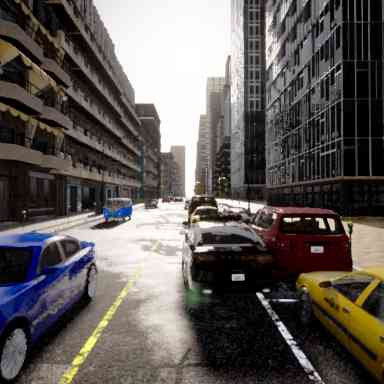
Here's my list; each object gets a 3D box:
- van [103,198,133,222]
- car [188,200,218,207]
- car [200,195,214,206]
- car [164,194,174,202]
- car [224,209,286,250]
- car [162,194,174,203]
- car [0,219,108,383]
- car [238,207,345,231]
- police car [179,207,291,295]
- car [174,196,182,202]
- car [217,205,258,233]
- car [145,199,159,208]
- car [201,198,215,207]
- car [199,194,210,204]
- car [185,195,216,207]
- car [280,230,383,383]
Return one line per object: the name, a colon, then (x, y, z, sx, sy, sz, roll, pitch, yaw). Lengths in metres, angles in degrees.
van: (-5.735, 1.369, 26.084, 1.690, 1.788, 3.998, 1, 0, 0)
car: (0.809, 1.474, 19.075, 1.801, 1.575, 5.366, 0, 0, 0)
car: (2.568, 1.430, 59.240, 2.192, 1.841, 5.009, 1, 0, 0)
car: (-5.877, 1.539, 86.836, 2.192, 1.841, 5.009, 1, 0, 0)
car: (2.667, 1.579, 15.056, 1.947, 1.339, 4.313, 1, 0, 0)
car: (-5.854, 1.719, 75.789, 1.887, 1.381, 4.507, 1, 0, 0)
car: (-3.013, 1.482, 5.525, 1.882, 1.535, 5.008, 0, 0, 0)
car: (2.684, 1.322, 9.534, 2.192, 1.841, 5.009, 1, 0, 0)
police car: (0.717, 1.432, 8.946, 1.930, 1.638, 5.238, 0, 0, -4)
car: (-3.181, 1.752, 78.888, 1.994, 1.385, 4.181, 0, 0, 0)
car: (2.655, 1.564, 20.580, 1.887, 1.381, 4.507, 1, 0, 0)
car: (-5.790, 1.662, 48.175, 1.802, 1.307, 4.206, 1, 0, 0)
car: (2.577, 1.663, 53.716, 1.947, 1.339, 4.313, 1, 0, 0)
car: (2.542, 1.468, 70.286, 2.192, 1.841, 5.009, 1, 0, 0)
car: (0.771, 1.249, 24.937, 2.150, 2.045, 5.566, 0, 0, -1)
car: (2.693, 1.528, 4.182, 1.752, 1.417, 4.829, 1, 0, 0)
